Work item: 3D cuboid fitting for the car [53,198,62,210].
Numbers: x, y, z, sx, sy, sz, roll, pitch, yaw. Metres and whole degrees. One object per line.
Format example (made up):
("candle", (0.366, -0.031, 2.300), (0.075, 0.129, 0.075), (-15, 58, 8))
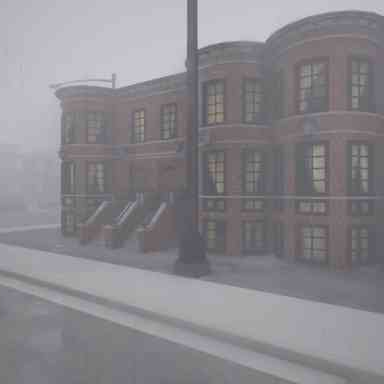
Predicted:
("car", (-14.194, 1.601, 41.171), (1.895, 1.301, 4.718), (0, 0, 36))

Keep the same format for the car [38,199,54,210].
("car", (-17.260, 1.478, 42.899), (1.882, 1.535, 5.008), (0, 0, 35))

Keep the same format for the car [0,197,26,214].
("car", (-19.473, 1.352, 33.762), (2.097, 1.767, 4.553), (0, 0, 35))
